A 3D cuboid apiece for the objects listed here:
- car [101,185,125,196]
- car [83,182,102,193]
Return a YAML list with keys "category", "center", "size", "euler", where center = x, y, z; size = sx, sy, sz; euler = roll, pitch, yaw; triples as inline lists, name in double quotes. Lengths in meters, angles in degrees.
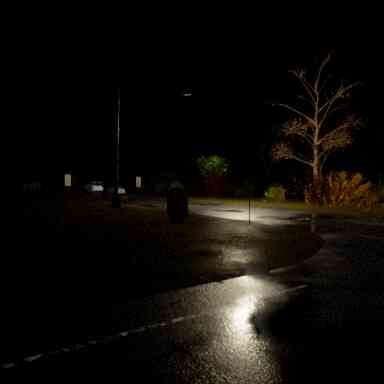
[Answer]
- category: "car"
  center: [-11.938, -0.194, 51.665]
  size: [1.812, 1.442, 4.674]
  euler: [0, 2, -36]
- category: "car"
  center: [-17.787, -0.821, 59.805]
  size: [2.150, 2.045, 5.566]
  euler: [0, 2, -36]
